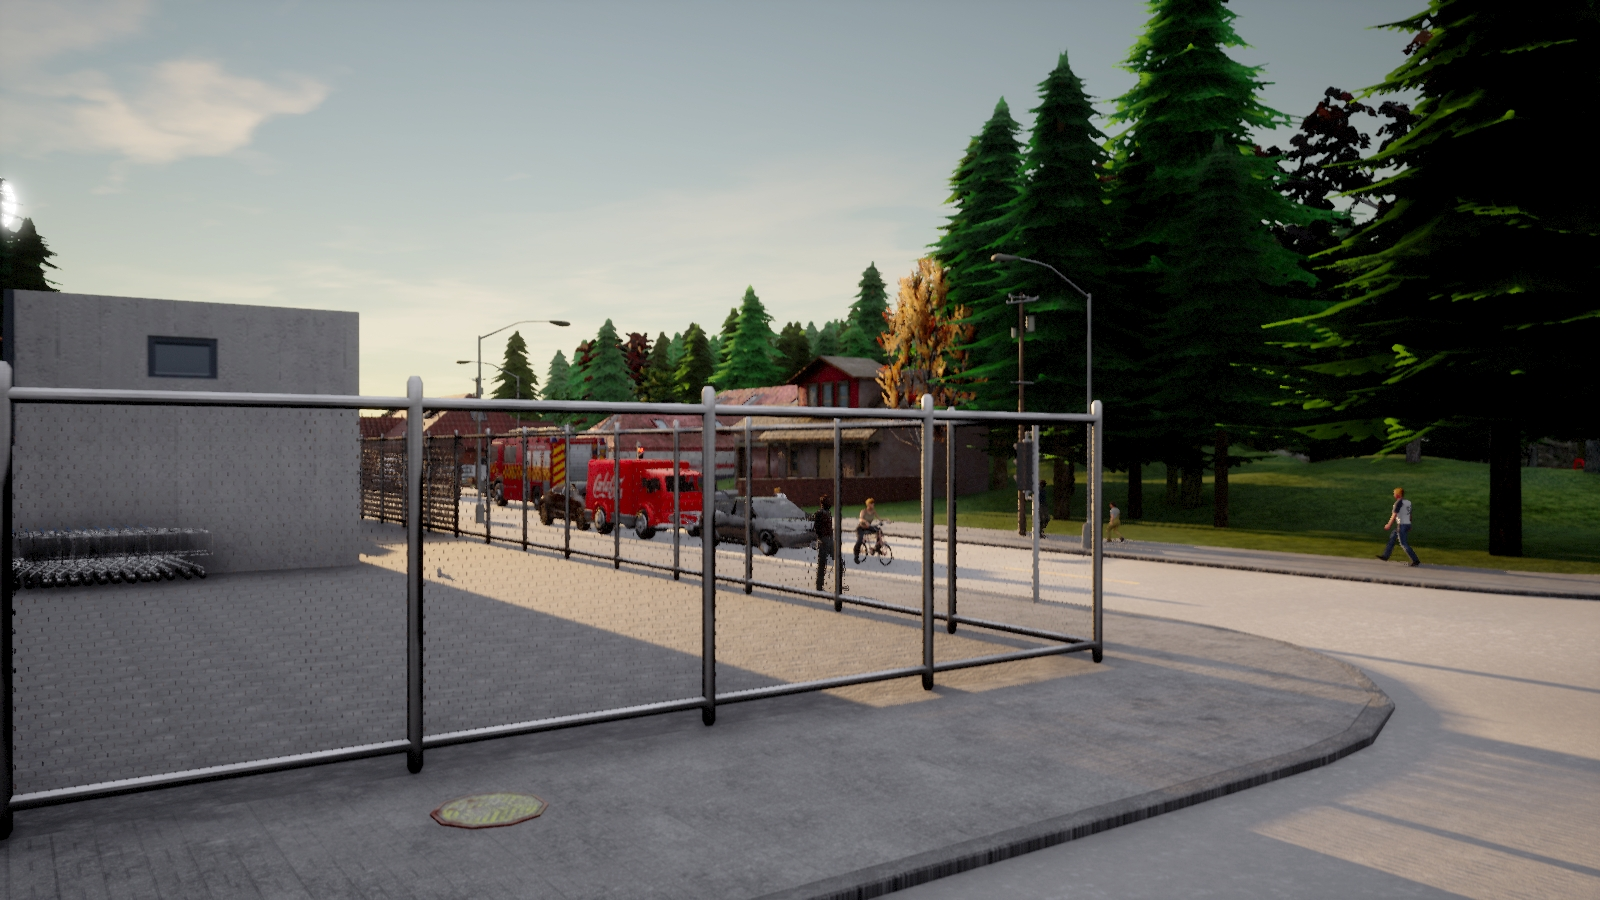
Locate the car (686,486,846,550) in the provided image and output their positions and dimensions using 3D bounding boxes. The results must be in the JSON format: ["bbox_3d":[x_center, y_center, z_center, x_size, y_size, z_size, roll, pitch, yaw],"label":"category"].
[{"bbox_3d":[-1.029,1.824,31.811,2.163,1.488,4.792,0,0,-35],"label":"car"}]

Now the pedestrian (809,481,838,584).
[{"bbox_3d":[0.432,1.502,20.998,0.375,1.860,0.375,0,0,44],"label":"pedestrian"}]

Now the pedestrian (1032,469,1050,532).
[{"bbox_3d":[7.212,1.498,34.184,0.375,1.860,0.375,0,0,-40],"label":"pedestrian"}]

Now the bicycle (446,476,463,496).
[{"bbox_3d":[-19.317,2.014,63.874,0.859,1.080,1.487,0,0,-19],"label":"bicycle"}]

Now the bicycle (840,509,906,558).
[{"bbox_3d":[1.772,2.018,27.809,0.859,1.080,1.487,0,0,-35],"label":"bicycle"}]

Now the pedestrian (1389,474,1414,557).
[{"bbox_3d":[13.797,1.497,26.197,0.375,1.860,0.375,0,0,-37],"label":"pedestrian"}]

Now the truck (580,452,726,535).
[{"bbox_3d":[-4.911,1.321,37.383,2.627,2.467,5.204,0,1,-35],"label":"truck"}]

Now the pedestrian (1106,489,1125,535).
[{"bbox_3d":[9.041,1.778,32.766,0.375,1.300,0.375,0,0,-34],"label":"pedestrian"}]

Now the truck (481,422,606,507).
[{"bbox_3d":[-12.545,0.647,55.257,2.891,3.827,8.468,0,0,-35],"label":"truck"}]

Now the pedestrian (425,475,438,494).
[{"bbox_3d":[-21.438,1.987,66.416,0.500,1.100,0.500,0,0,18],"label":"pedestrian"}]

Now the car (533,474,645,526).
[{"bbox_3d":[-7.756,1.756,41.538,2.152,1.651,5.027,0,0,-34],"label":"car"}]
